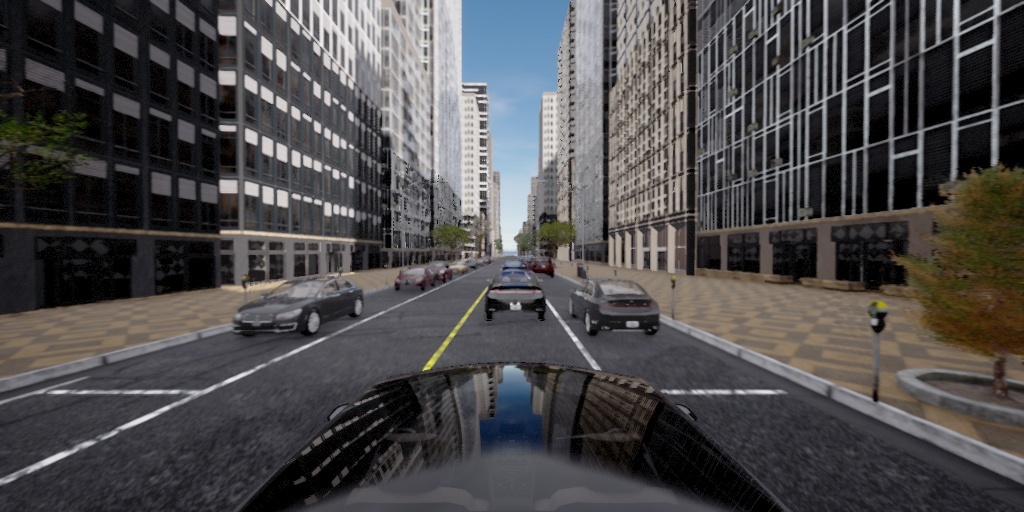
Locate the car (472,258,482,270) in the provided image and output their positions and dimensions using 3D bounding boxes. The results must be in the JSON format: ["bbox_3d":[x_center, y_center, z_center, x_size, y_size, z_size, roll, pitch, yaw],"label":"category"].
[{"bbox_3d":[-5.676,1.186,49.960,1.948,1.339,4.313,0,0,0],"label":"car"}]

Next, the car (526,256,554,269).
[{"bbox_3d":[2.699,0.981,32.907,2.192,1.841,5.009,0,0,0],"label":"car"}]

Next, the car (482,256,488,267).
[{"bbox_3d":[-5.672,1.139,61.328,2.007,1.370,4.403,0,0,0],"label":"car"}]

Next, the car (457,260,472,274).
[{"bbox_3d":[-5.679,1.177,38.423,1.751,1.417,4.829,0,0,0],"label":"car"}]

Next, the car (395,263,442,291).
[{"bbox_3d":[-5.685,1.280,21.542,1.802,1.307,4.207,0,0,0],"label":"car"}]

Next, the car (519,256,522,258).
[{"bbox_3d":[2.708,1.028,61.325,1.967,1.591,4.097,0,0,0],"label":"car"}]

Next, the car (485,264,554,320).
[{"bbox_3d":[0.104,1.213,12.421,2.128,1.511,4.902,0,0,0],"label":"car"}]

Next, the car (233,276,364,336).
[{"bbox_3d":[-5.689,1.279,10.174,2.007,1.370,4.403,0,0,0],"label":"car"}]

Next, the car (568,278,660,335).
[{"bbox_3d":[2.692,1.278,10.172,2.007,1.370,4.403,0,0,0],"label":"car"}]

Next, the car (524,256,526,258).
[{"bbox_3d":[2.701,0.966,38.591,2.192,1.841,5.009,0,0,0],"label":"car"}]

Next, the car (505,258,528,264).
[{"bbox_3d":[0.112,1.151,30.549,1.882,1.535,5.008,0,0,0],"label":"car"}]

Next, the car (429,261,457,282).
[{"bbox_3d":[-5.683,1.122,27.225,1.967,1.591,4.097,0,0,0],"label":"car"}]

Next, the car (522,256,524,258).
[{"bbox_3d":[2.705,1.060,49.958,1.967,1.591,4.097,0,0,0],"label":"car"}]
